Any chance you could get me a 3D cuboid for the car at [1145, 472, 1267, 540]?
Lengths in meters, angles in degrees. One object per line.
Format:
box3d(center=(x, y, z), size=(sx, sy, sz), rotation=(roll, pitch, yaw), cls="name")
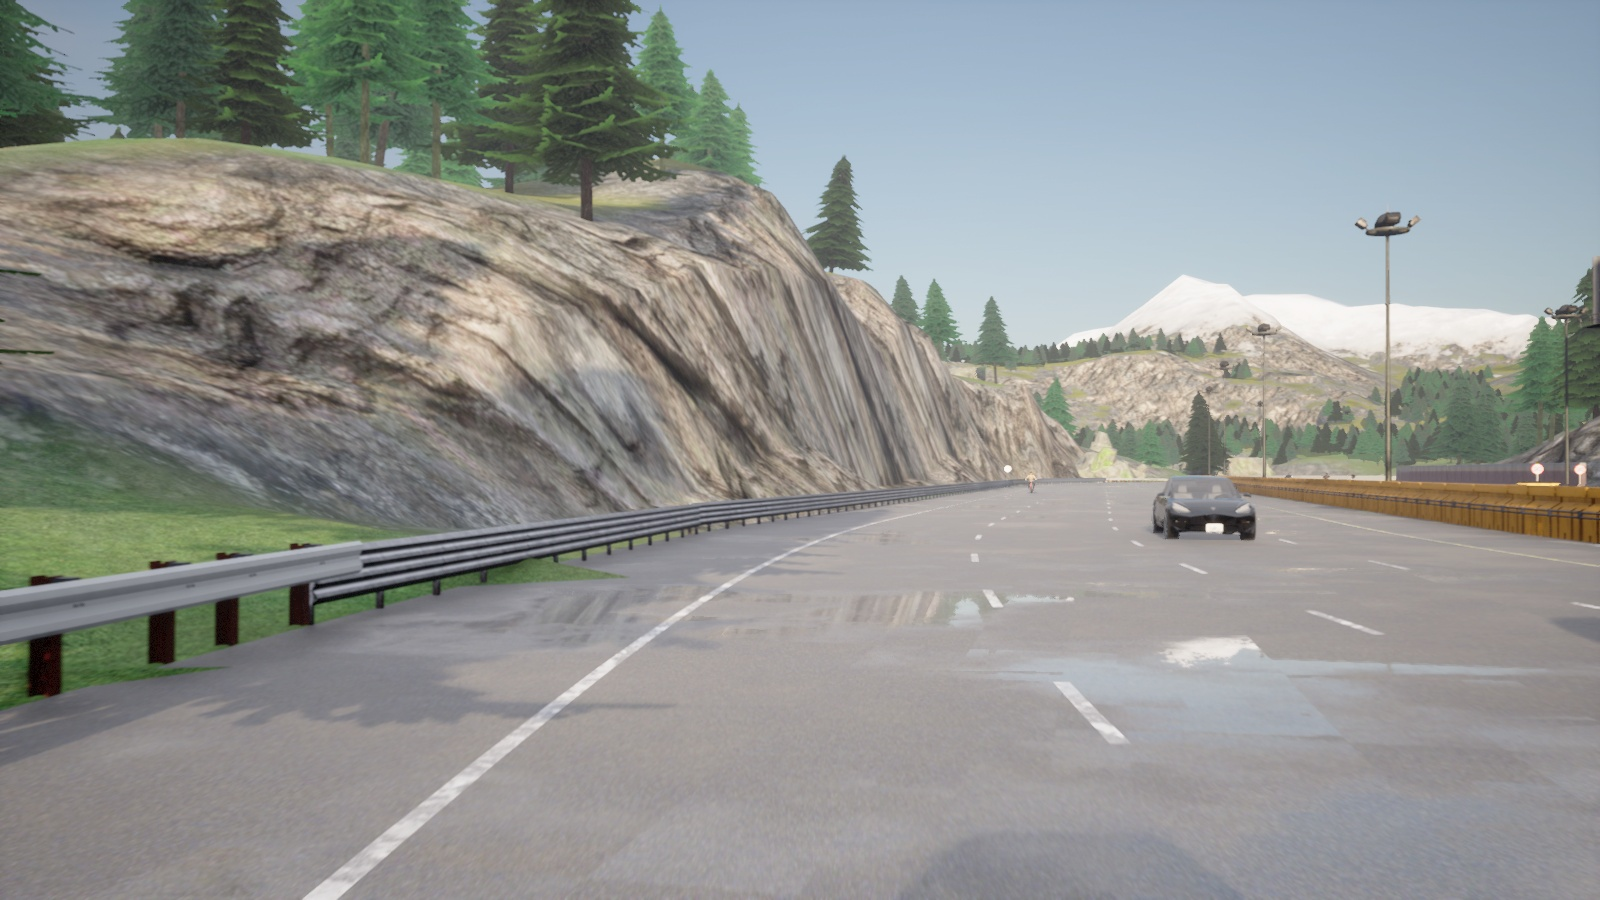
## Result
box3d(center=(9.641, 1.281, 30.178), size=(2.163, 1.488, 4.792), rotation=(0, -1, 10), cls="car")
